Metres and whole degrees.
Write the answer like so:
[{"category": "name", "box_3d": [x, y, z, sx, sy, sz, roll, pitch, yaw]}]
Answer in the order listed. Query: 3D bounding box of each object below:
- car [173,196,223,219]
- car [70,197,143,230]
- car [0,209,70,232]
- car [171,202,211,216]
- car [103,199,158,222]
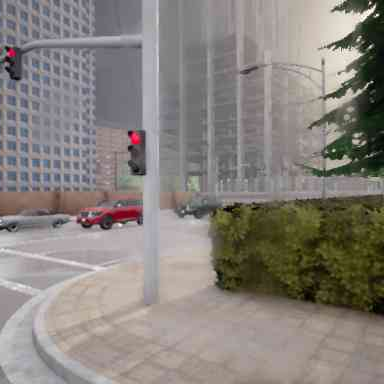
[{"category": "car", "box_3d": [0.826, 1.382, 31.376, 2.150, 2.045, 5.566, 0, 0, 36]}, {"category": "car", "box_3d": [-5.208, 1.382, 22.947, 2.150, 2.045, 5.566, 0, 0, 33]}, {"category": "car", "box_3d": [-10.447, 1.782, 21.576, 1.895, 1.301, 4.718, 0, 0, 35]}, {"category": "car", "box_3d": [-0.011, 1.782, 36.223, 1.895, 1.301, 4.718, 0, 0, 36]}, {"category": "car", "box_3d": [-5.238, 1.533, 28.908, 2.097, 1.767, 4.553, 0, 0, 35]}]
